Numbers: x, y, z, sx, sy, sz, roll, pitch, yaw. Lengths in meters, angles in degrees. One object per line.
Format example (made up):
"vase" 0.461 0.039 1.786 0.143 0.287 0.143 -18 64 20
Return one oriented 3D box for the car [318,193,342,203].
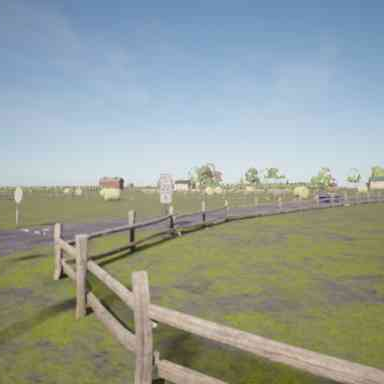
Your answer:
"car" 19.279 0.801 46.756 4.718 1.301 1.895 -1 1 -43
